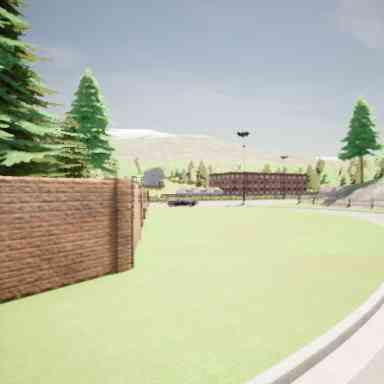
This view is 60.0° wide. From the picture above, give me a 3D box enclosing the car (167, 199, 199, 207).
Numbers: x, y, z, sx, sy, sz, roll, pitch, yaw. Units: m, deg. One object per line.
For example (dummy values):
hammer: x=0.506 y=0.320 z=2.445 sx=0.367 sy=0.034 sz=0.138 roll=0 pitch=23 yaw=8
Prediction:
car: x=-1.450 y=1.671 z=51.898 sx=4.718 sy=1.301 sz=1.895 roll=0 pitch=0 yaw=16
